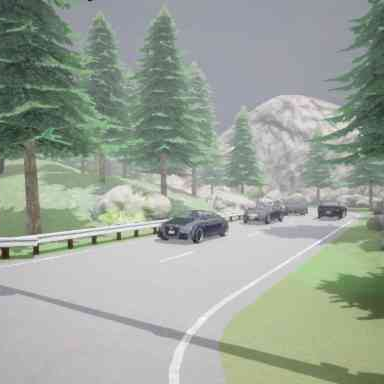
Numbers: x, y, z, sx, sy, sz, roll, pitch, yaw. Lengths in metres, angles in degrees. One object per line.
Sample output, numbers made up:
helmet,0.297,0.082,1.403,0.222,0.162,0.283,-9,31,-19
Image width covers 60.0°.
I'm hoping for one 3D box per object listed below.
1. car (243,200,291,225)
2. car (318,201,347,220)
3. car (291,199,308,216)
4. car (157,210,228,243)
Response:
car,5.381,1.506,24.671,2.128,1.511,4.902,0,0,32
car,12.336,1.550,29.136,1.882,1.535,5.008,0,-1,31
car,10.532,1.525,33.494,1.837,1.490,4.892,0,0,25
car,0.150,1.573,16.212,1.994,1.385,4.181,0,0,32
